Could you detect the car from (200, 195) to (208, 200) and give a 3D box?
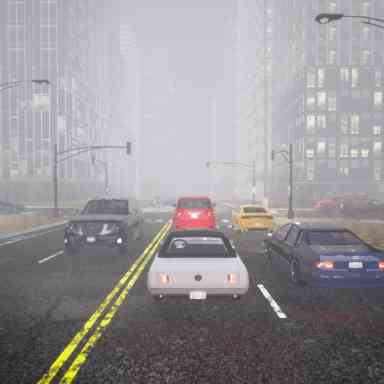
[{"bbox_3d":[3.349,1.444,92.370,2.033,1.411,5.357,0,0,0],"label":"car"}]

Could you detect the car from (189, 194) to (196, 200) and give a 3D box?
[{"bbox_3d":[0.098,1.430,91.955,1.812,1.442,4.674,0,0,0],"label":"car"}]

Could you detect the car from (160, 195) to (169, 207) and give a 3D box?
[{"bbox_3d":[-3.285,1.526,51.149,1.994,1.385,4.181,0,0,0],"label":"car"}]

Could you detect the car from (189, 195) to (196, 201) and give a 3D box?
[{"bbox_3d":[0.087,1.446,82.154,1.812,1.442,4.674,0,0,0],"label":"car"}]

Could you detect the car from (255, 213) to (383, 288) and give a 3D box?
[{"bbox_3d":[3.364,1.543,9.327,2.033,1.411,5.357,0,0,0],"label":"car"}]

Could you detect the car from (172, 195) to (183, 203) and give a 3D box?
[{"bbox_3d":[-3.175,1.462,71.497,2.128,1.511,4.902,0,0,0],"label":"car"}]

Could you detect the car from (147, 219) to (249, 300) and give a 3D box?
[{"bbox_3d":[0.110,1.597,8.300,1.895,1.301,4.718,0,0,0],"label":"car"}]

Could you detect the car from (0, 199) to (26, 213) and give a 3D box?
[{"bbox_3d":[-19.357,1.406,33.943,4.181,1.385,1.994,1,1,1],"label":"car"}]

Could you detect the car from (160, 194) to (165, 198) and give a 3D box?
[{"bbox_3d":[-6.490,1.429,60.389,1.882,1.535,5.008,0,0,-1],"label":"car"}]

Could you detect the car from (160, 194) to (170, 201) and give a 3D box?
[{"bbox_3d":[-6.415,1.279,80.589,2.097,1.767,4.553,0,0,0],"label":"car"}]

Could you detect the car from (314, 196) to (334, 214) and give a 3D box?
[{"bbox_3d":[16.439,1.331,36.515,5.566,2.045,2.150,1,1,1],"label":"car"}]

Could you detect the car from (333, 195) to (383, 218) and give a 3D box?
[{"bbox_3d":[16.234,1.517,30.731,5.009,1.841,2.192,1,0,1],"label":"car"}]

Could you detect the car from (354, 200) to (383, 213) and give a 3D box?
[{"bbox_3d":[21.851,1.641,39.012,4.829,1.417,1.752,1,0,1],"label":"car"}]

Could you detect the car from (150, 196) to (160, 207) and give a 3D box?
[{"bbox_3d":[-6.541,1.454,50.715,2.128,1.511,4.902,0,0,0],"label":"car"}]

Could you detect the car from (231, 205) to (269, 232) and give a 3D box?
[{"bbox_3d":[3.374,1.467,19.146,1.882,1.535,5.008,0,0,1],"label":"car"}]

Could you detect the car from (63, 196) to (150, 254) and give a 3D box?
[{"bbox_3d":[-3.322,1.216,13.738,2.150,2.045,5.566,0,0,0],"label":"car"}]

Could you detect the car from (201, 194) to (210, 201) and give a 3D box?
[{"bbox_3d":[3.337,1.400,82.011,1.882,1.535,5.008,0,0,0],"label":"car"}]

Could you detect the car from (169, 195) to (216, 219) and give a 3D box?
[{"bbox_3d":[0.119,1.211,18.059,2.150,2.045,5.566,0,0,0],"label":"car"}]
